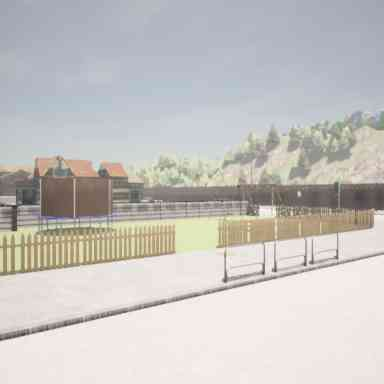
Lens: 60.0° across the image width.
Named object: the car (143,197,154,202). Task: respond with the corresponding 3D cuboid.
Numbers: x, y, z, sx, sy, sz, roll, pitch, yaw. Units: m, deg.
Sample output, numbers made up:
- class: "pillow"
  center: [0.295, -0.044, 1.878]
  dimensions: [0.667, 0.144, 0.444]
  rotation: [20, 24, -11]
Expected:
- class: "car"
  center: [-7.955, 1.564, 58.816]
  dimensions: [1.994, 1.385, 4.181]
  rotation: [0, 0, -35]
